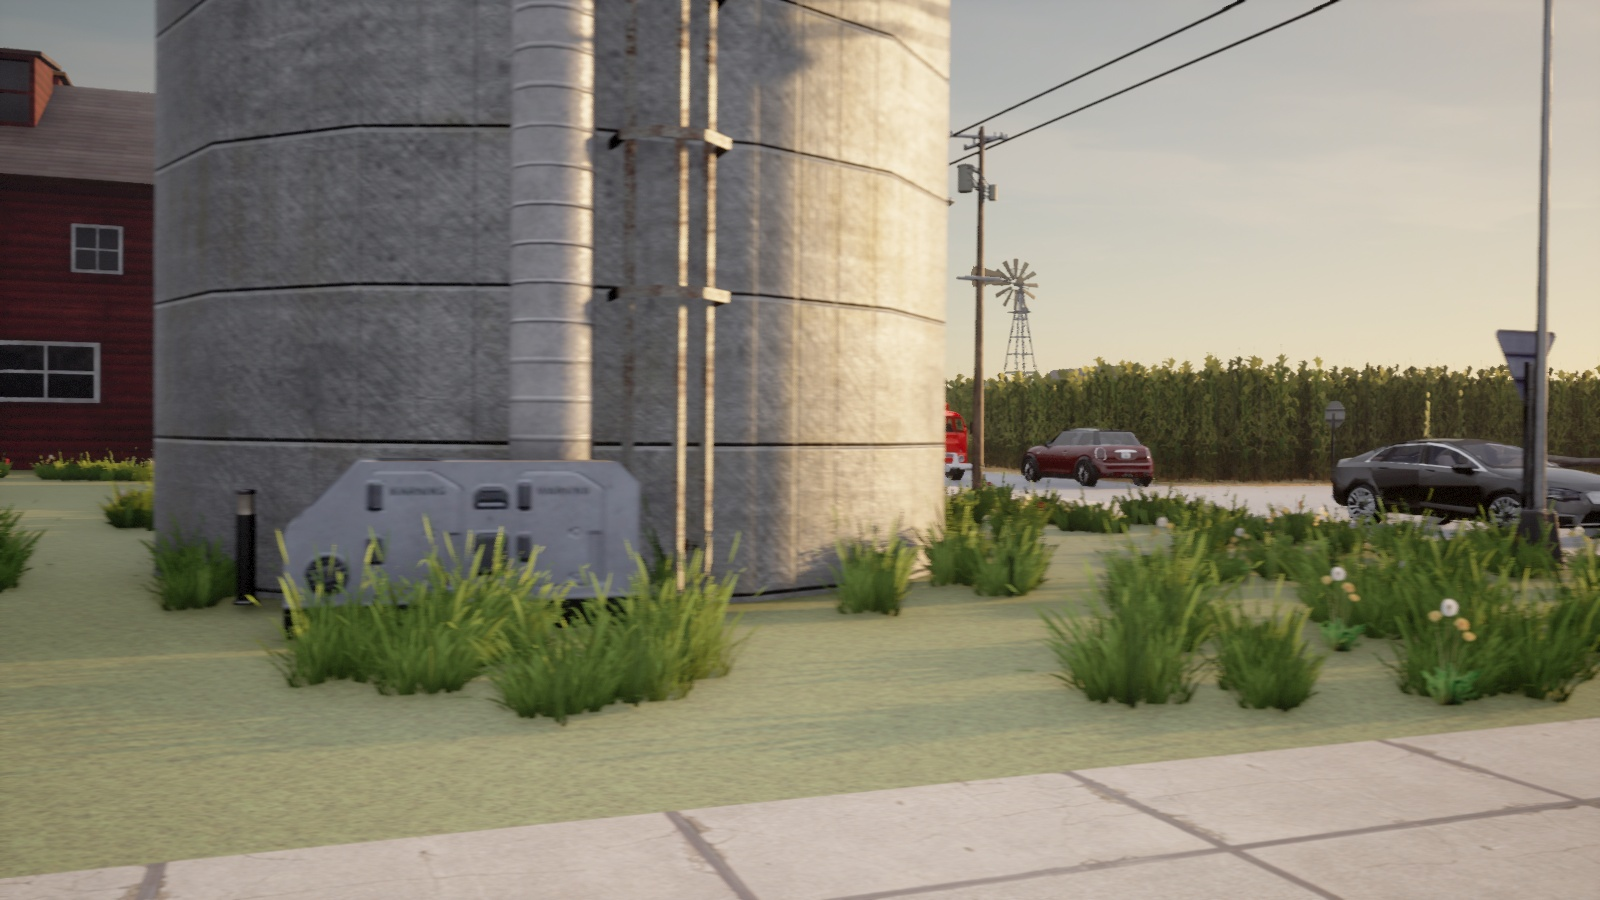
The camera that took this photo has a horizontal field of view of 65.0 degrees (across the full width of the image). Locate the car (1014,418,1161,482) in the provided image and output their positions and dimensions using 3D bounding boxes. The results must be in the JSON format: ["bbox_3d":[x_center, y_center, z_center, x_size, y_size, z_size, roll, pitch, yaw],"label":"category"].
[{"bbox_3d":[8.437,-0.041,37.300,2.097,1.767,4.553,-1,1,-20],"label":"car"}]

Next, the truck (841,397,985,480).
[{"bbox_3d":[3.539,-0.386,40.516,2.627,2.467,5.204,-1,1,-20],"label":"truck"}]

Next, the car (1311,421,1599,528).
[{"bbox_3d":[10.897,0.305,20.352,2.128,1.511,4.902,-1,1,-19],"label":"car"}]
